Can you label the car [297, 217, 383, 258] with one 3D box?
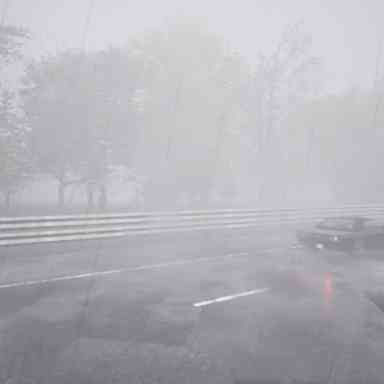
[{"bbox_3d":[6.274,1.588,12.701,4.718,1.301,1.895,0,0,-33],"label":"car"}]
